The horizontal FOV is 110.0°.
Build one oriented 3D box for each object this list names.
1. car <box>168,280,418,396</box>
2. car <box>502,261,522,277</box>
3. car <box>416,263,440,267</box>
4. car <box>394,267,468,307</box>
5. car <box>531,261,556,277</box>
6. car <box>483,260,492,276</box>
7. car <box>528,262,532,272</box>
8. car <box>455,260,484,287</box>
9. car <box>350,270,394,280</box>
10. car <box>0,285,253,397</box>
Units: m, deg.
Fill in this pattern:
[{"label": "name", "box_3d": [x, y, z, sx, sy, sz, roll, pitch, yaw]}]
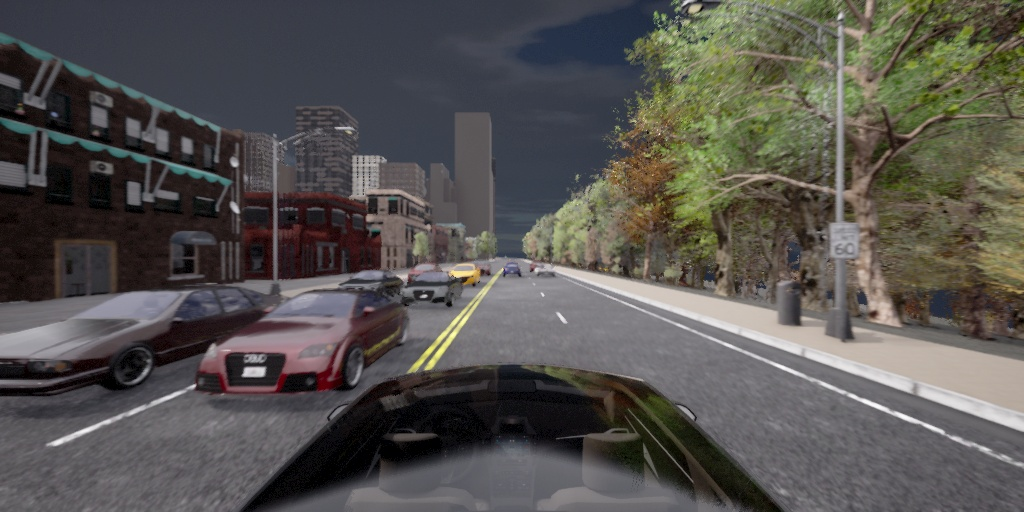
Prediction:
[{"label": "car", "box_3d": [-3.349, 1.327, 6.657, 1.994, 1.385, 4.181, 0, 0, 0]}, {"label": "car", "box_3d": [-0.001, 1.369, 36.799, 1.812, 1.442, 4.674, 0, 0, 0]}, {"label": "car", "box_3d": [-6.585, 1.297, 27.781, 1.882, 1.535, 5.008, 0, 0, 0]}, {"label": "car", "box_3d": [-3.339, 1.351, 15.659, 1.994, 1.385, 4.181, 0, 0, 1]}, {"label": "car", "box_3d": [3.353, 1.446, 37.186, 1.895, 1.301, 4.718, 0, 0, 0]}, {"label": "car", "box_3d": [-3.280, 1.198, 38.009, 2.097, 1.767, 4.553, 0, 0, 0]}, {"label": "car", "box_3d": [3.279, 1.398, 48.006, 1.812, 1.442, 4.674, 0, 0, 0]}, {"label": "car", "box_3d": [-3.337, 1.292, 25.745, 1.882, 1.535, 5.008, 0, 0, 0]}, {"label": "car", "box_3d": [-6.593, 1.355, 17.063, 1.994, 1.385, 4.181, 0, 0, 0]}, {"label": "car", "box_3d": [-6.600, 1.311, 7.087, 2.033, 1.411, 5.357, 0, 0, 0]}]
